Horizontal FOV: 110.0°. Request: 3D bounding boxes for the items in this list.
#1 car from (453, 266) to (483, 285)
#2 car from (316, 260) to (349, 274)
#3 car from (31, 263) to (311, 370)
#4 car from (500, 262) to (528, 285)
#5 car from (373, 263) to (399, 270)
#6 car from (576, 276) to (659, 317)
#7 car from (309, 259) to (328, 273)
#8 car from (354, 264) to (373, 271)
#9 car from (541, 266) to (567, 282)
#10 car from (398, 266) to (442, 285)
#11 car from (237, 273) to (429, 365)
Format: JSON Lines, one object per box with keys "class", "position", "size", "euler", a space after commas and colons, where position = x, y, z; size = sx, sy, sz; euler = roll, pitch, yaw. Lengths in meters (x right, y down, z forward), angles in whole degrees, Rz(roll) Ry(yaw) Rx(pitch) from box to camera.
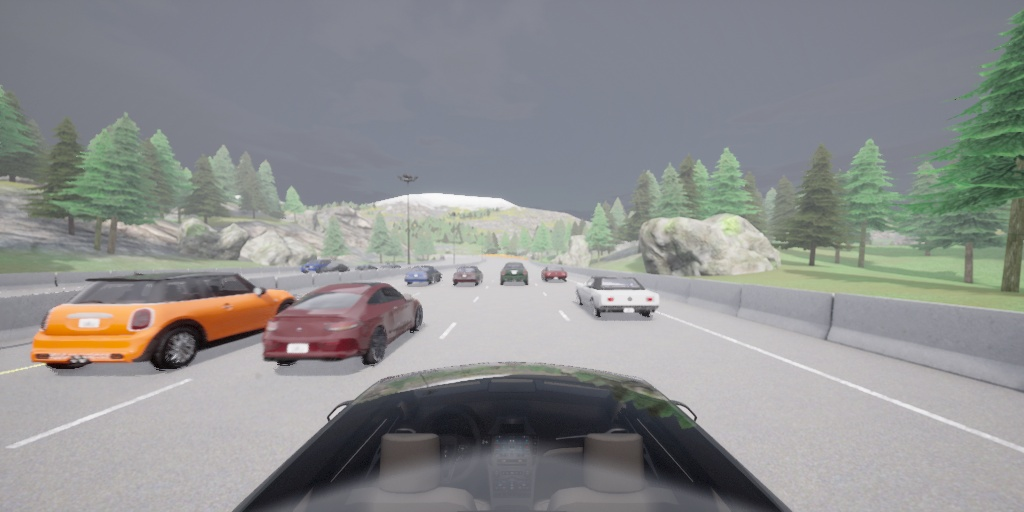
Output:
{"class": "car", "position": [-3.332, 1.475, 27.683], "size": [2.033, 1.411, 5.357], "euler": [0, -1, 0]}
{"class": "car", "position": [-24.412, 1.727, 49.497], "size": [1.882, 1.535, 5.008], "euler": [0, -1, 1]}
{"class": "car", "position": [-6.880, 1.123, 7.969], "size": [2.097, 1.767, 4.553], "euler": [0, 0, 0]}
{"class": "car", "position": [0.171, 1.290, 28.607], "size": [2.097, 1.767, 4.553], "euler": [0, -1, 0]}
{"class": "car", "position": [-17.390, 1.762, 51.025], "size": [2.128, 1.511, 4.902], "euler": [0, -1, 1]}
{"class": "car", "position": [3.633, 1.394, 13.313], "size": [1.895, 1.301, 4.718], "euler": [0, 0, 0]}
{"class": "car", "position": [-27.883, 1.508, 51.548], "size": [2.150, 2.045, 5.566], "euler": [0, -1, 1]}
{"class": "car", "position": [-20.891, 1.837, 51.148], "size": [1.994, 1.385, 4.181], "euler": [0, -1, 0]}
{"class": "car", "position": [3.680, 1.582, 32.077], "size": [1.895, 1.301, 4.718], "euler": [0, -1, 0]}
{"class": "car", "position": [-6.830, 1.481, 28.019], "size": [2.033, 1.411, 5.357], "euler": [0, -1, 0]}
{"class": "car", "position": [-3.381, 1.295, 7.973], "size": [1.812, 1.442, 4.674], "euler": [0, 0, 0]}
